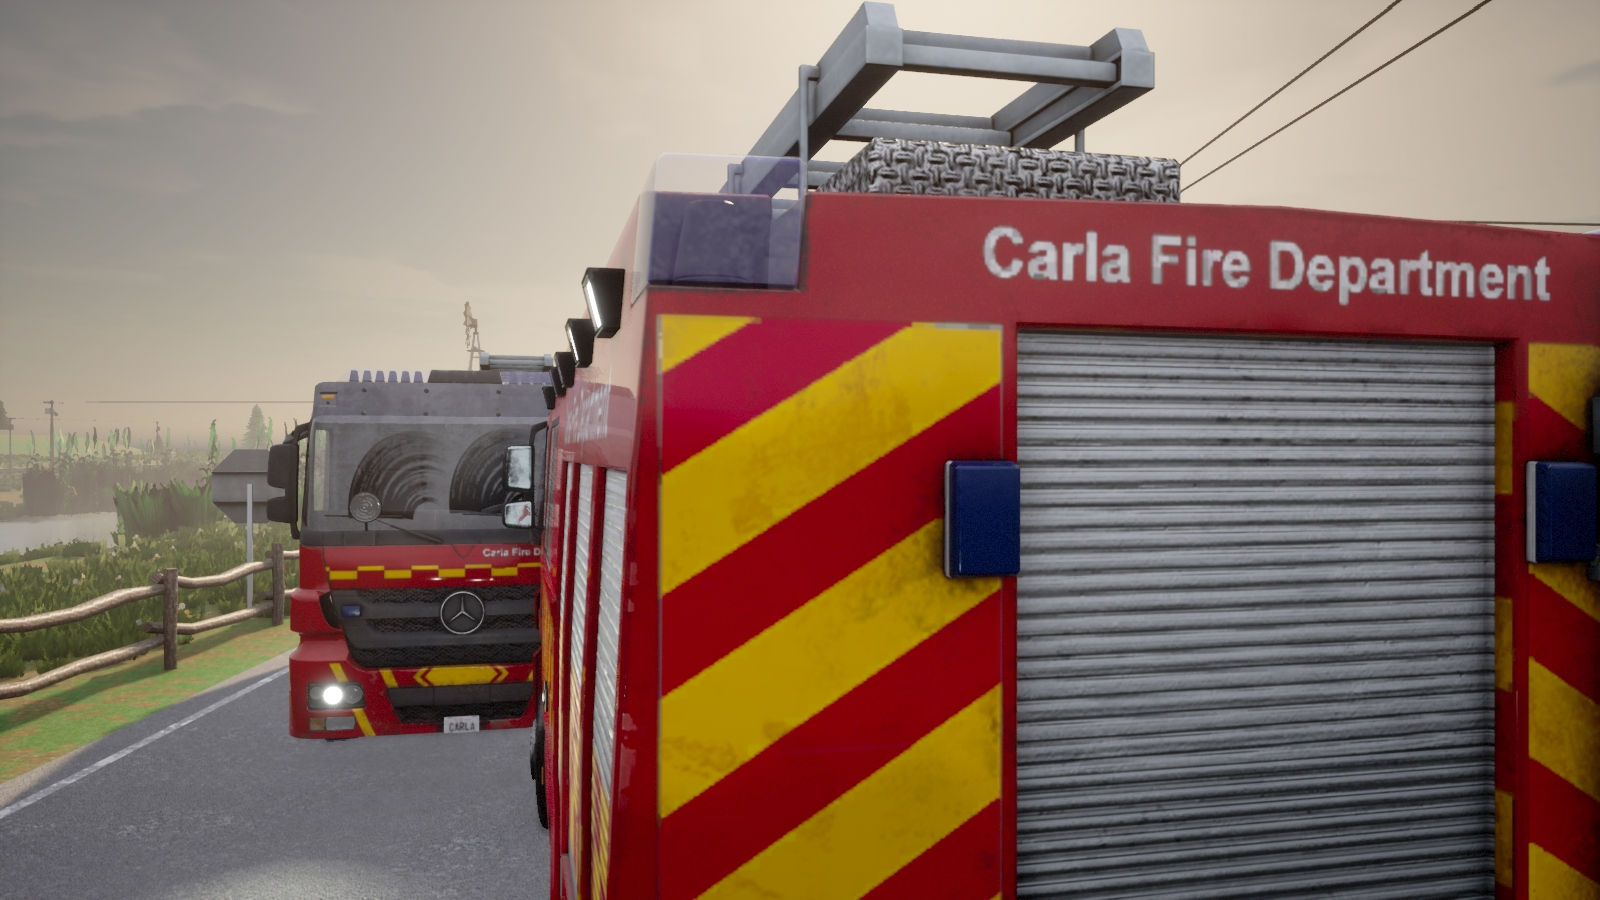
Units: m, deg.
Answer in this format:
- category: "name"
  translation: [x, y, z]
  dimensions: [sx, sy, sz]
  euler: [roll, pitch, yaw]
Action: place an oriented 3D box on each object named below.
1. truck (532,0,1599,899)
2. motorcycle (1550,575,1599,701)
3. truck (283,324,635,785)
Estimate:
- category: "truck"
  translation: [-0.071, 0.867, 6.874]
  dimensions: [2.891, 3.827, 8.468]
  euler: [0, 0, -14]
- category: "motorcycle"
  translation: [9.802, 2.142, 13.163]
  dimensions: [1.805, 1.316, 0.856]
  euler: [0, 0, -7]
- category: "truck"
  translation: [-3.896, 0.862, 13.936]
  dimensions: [2.891, 3.827, 8.468]
  euler: [0, 0, -14]
